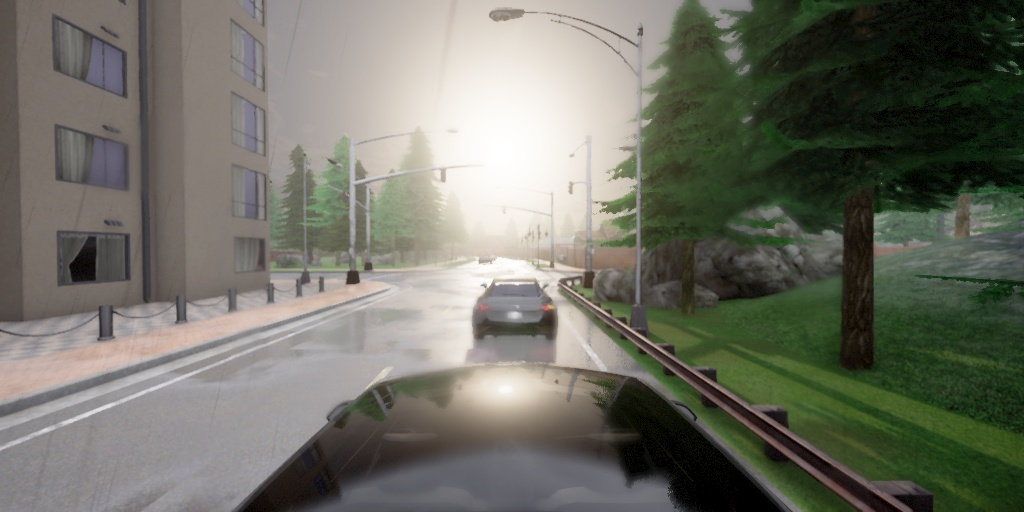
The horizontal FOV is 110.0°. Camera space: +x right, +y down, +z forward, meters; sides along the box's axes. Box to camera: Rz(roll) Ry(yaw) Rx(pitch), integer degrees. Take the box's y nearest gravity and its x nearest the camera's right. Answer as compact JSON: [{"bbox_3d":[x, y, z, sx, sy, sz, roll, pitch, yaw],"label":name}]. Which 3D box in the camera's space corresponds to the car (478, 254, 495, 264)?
[{"bbox_3d":[-3.957,0.502,53.302,1.994,1.385,4.181,0,1,0],"label":"car"}]

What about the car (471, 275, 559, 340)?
[{"bbox_3d":[0.081,1.195,9.572,1.994,1.385,4.181,0,1,1],"label":"car"}]
